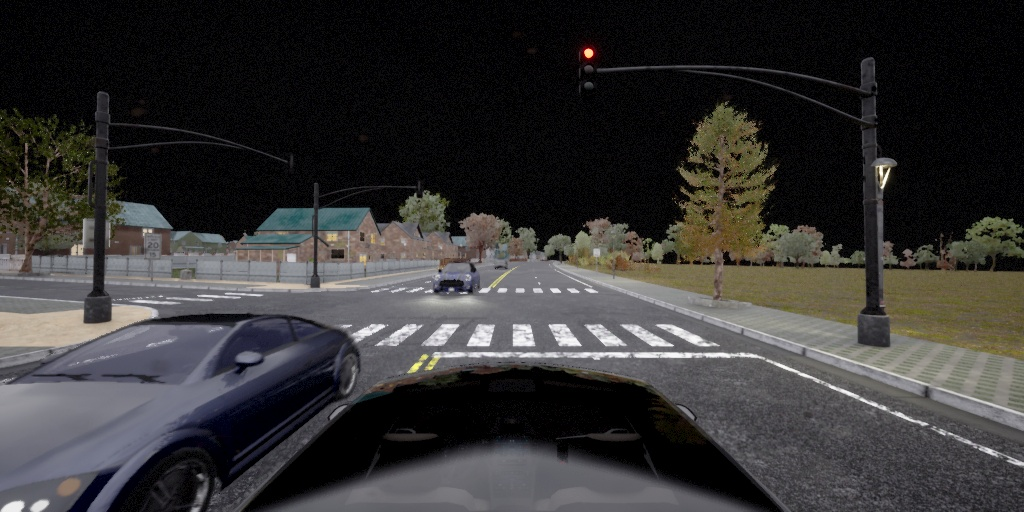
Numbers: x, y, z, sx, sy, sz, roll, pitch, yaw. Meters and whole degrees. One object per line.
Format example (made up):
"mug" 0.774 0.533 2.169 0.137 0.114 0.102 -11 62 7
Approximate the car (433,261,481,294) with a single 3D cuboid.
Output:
"car" -3.014 1.112 20.345 2.097 1.767 4.553 0 0 1

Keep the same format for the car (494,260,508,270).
"car" -1.625 1.331 54.210 1.837 1.490 4.892 0 0 3

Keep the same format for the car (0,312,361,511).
"car" -3.234 1.316 3.635 1.994 1.385 4.181 0 0 0
